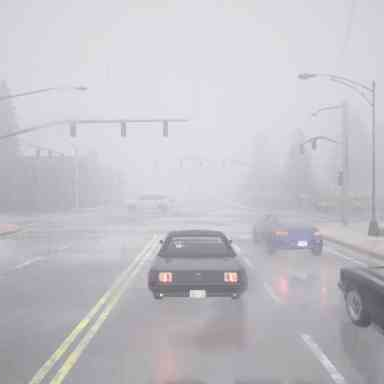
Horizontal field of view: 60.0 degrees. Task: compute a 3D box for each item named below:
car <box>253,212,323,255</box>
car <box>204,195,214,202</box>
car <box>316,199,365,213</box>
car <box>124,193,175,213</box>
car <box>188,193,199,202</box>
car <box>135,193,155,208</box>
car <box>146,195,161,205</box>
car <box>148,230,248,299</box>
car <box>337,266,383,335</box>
[{"bbox_3d":[3.637,1.526,13.174,1.812,1.442,4.674,0,0,0],"label":"car"},{"bbox_3d":[3.833,1.355,75.059,2.097,1.767,4.553,0,0,0],"label":"car"},{"bbox_3d":[16.080,1.478,36.154,5.008,1.535,1.882,0,0,0],"label":"car"},{"bbox_3d":[-4.651,1.221,36.651,5.566,2.045,2.150,0,0,1],"label":"car"},{"bbox_3d":[0.329,1.225,74.954,2.150,2.045,5.566,0,0,0],"label":"car"},{"bbox_3d":[-6.860,1.221,49.014,2.150,2.045,5.566,0,0,1],"label":"car"},{"bbox_3d":[-6.809,1.352,59.025,2.097,1.767,4.553,0,0,1],"label":"car"},{"bbox_3d":[0.099,1.601,8.383,1.895,1.301,4.718,0,0,0],"label":"car"},{"bbox_3d":[3.614,1.601,4.071,1.895,1.301,4.718,0,0,0],"label":"car"}]
